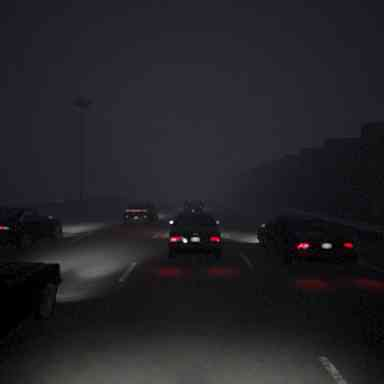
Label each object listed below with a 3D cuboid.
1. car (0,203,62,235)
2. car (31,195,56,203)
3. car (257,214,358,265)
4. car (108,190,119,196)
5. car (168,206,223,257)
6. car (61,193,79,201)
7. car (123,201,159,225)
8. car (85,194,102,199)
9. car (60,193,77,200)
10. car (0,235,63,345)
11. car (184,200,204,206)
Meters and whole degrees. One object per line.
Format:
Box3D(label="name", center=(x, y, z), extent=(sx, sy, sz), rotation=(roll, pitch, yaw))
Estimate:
Box3D(label="car", center=(-6.901, 1.405, 13.407), extent=(2.128, 1.511, 4.902), rotation=(0, 0, 0))
Box3D(label="car", center=(-20.711, 1.227, 46.514), extent=(1.812, 1.442, 4.674), rotation=(0, 1, 2))
Box3D(label="car", center=(3.599, 1.474, 11.393), extent=(2.033, 1.411, 5.357), rotation=(0, 0, 0))
Box3D(label="car", center=(-20.694, 0.523, 87.833), extent=(2.150, 2.045, 5.566), rotation=(0, 0, -2))
Box3D(label="car", center=(0.099, 1.466, 12.571), extent=(2.033, 1.411, 5.357), rotation=(0, 0, 0))
Box3D(label="car", center=(-23.802, 1.080, 65.320), extent=(1.837, 1.490, 4.892), rotation=(0, 0, 0))
Box3D(label="car", center=(-3.400, 1.346, 22.639), extent=(2.128, 1.511, 4.902), rotation=(0, 0, 0))
Box3D(label="car", center=(-16.955, 1.125, 57.094), extent=(2.128, 1.511, 4.902), rotation=(0, 0, 2))
Box3D(label="car", center=(-27.338, 1.048, 73.795), extent=(2.128, 1.511, 4.902), rotation=(0, 0, 0))
Box3D(label="car", center=(-3.399, 1.573, 4.270), extent=(1.895, 1.301, 4.718), rotation=(0, 0, 0))
Box3D(label="car", center=(0.166, 1.392, 32.493), extent=(1.895, 1.301, 4.718), rotation=(0, 0, 1))
